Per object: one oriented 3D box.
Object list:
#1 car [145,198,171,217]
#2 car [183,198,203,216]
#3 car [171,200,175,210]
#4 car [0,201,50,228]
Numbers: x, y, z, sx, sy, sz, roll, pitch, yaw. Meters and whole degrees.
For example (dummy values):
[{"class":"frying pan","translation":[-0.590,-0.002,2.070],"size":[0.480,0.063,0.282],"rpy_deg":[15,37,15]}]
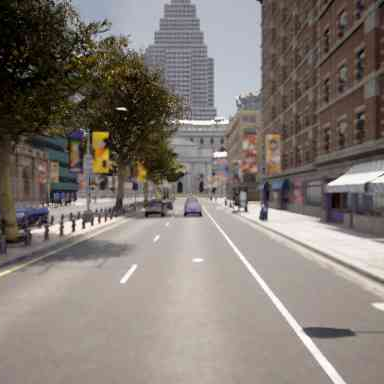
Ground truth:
[{"class":"car","translation":[-3.506,1.650,32.835],"size":[2.033,1.411,5.357],"rpy_deg":[0,0,0]},{"class":"car","translation":[0.096,1.652,33.506],"size":[2.033,1.411,5.357],"rpy_deg":[0,0,0]},{"class":"car","translation":[-3.478,1.648,45.261],"size":[1.837,1.490,4.892],"rpy_deg":[0,0,1]},{"class":"car","translation":[-11.504,1.423,22.669],"size":[2.097,1.767,4.553],"rpy_deg":[0,0,0]}]
